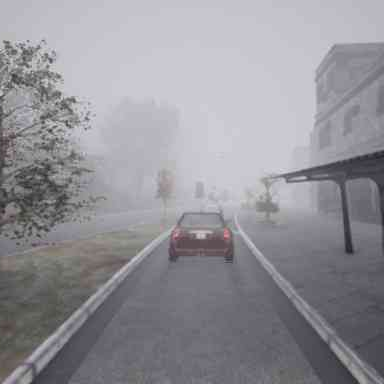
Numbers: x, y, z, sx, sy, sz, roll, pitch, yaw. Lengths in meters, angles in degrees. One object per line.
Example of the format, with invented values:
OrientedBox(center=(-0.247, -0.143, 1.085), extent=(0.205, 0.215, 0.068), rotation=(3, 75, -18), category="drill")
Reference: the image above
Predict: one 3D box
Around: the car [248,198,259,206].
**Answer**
OrientedBox(center=(16.087, 2.528, 86.848), extent=(2.435, 2.045, 5.566), rotation=(0, -1, 12), category="car")

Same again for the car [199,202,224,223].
OrientedBox(center=(1.758, 1.667, 28.576), extent=(1.882, 1.535, 5.008), rotation=(0, 0, 7), category="car")

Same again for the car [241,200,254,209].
OrientedBox(center=(8.996, 2.133, 54.390), extent=(2.097, 1.535, 5.008), rotation=(-1, -1, 12), category="car")

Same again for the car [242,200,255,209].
OrientedBox(center=(10.150, 2.272, 59.765), extent=(2.163, 1.488, 4.792), rotation=(0, -1, 12), category="car")

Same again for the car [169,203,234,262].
OrientedBox(center=(0.417, 1.395, 12.437), extent=(2.097, 1.767, 4.553), rotation=(0, 0, 4), category="car")
